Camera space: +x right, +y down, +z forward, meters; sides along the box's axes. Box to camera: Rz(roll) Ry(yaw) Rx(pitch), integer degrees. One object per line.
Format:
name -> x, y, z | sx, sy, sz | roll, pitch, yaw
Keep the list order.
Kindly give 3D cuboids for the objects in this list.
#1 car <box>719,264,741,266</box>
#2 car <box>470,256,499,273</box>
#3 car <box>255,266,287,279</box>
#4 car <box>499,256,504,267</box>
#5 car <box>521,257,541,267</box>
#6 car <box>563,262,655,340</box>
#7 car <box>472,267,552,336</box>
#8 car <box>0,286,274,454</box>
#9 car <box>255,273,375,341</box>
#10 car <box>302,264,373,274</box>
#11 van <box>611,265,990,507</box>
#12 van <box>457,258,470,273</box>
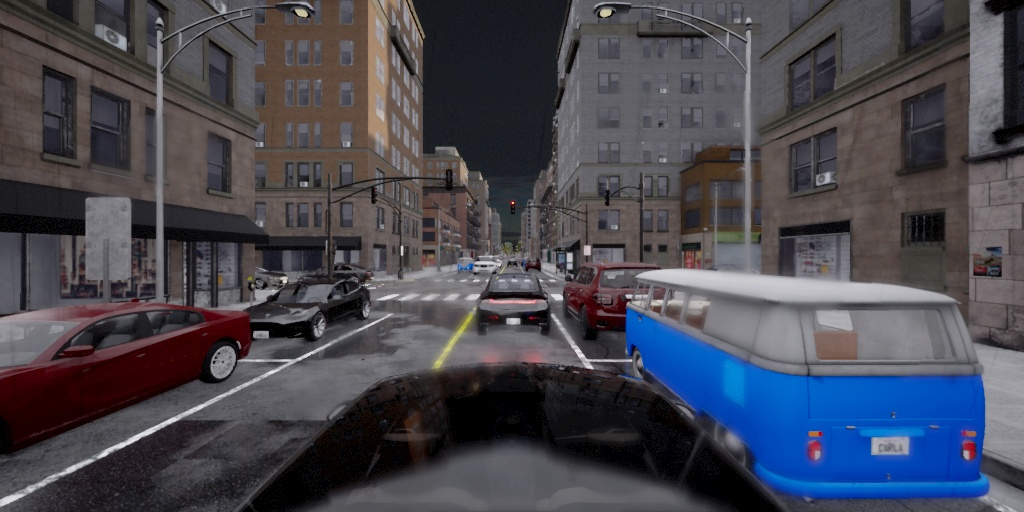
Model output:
car -> 14.681, 1.243, 24.724 | 4.181, 1.385, 1.994 | 0, 0, 0
car -> -2.809, 0.969, 38.149 | 2.150, 2.045, 5.566 | 0, 0, 0
car -> -16.222, 1.305, 21.752 | 4.902, 1.511, 2.128 | 0, 0, 0
car -> -2.782, 0.965, 56.899 | 2.150, 2.045, 5.566 | 0, 0, 0
car -> 2.754, 1.060, 47.234 | 2.192, 1.841, 5.009 | 0, 0, 0
car -> 2.650, 1.065, 9.863 | 2.192, 1.841, 5.009 | 0, 0, 0
car -> 0.059, 1.242, 10.406 | 2.128, 1.511, 4.902 | 0, 0, 0
car -> -5.380, 1.295, 4.360 | 1.888, 1.381, 4.507 | 0, 0, 0
car -> -5.375, 1.316, 9.871 | 1.948, 1.339, 4.313 | 0, 0, 0
car -> -12.034, 1.298, 24.625 | 4.892, 1.490, 1.837 | 0, 2, -4
van -> 2.645, 1.091, 4.352 | 1.690, 1.789, 3.998 | 0, 0, 0
van -> -5.364, 1.087, 41.835 | 1.690, 1.789, 3.998 | 0, 0, 0
